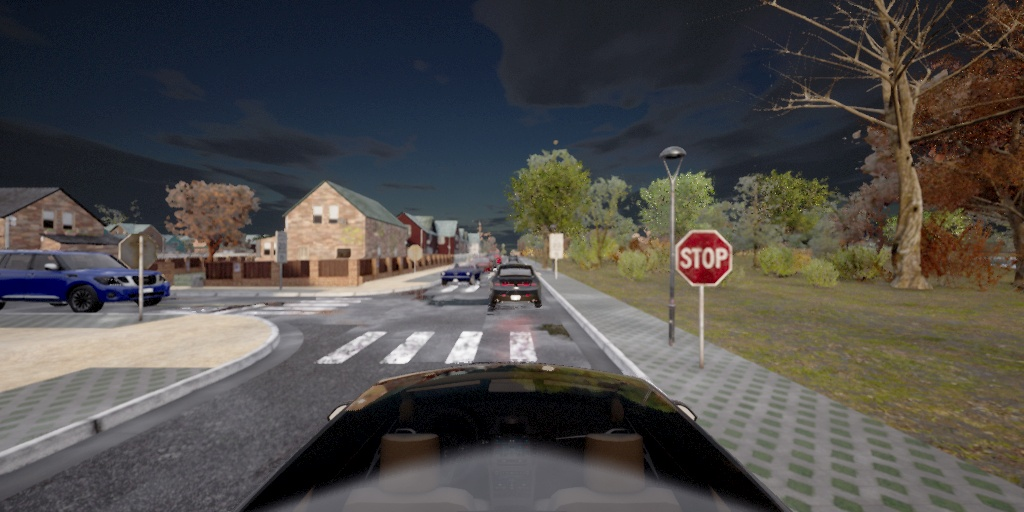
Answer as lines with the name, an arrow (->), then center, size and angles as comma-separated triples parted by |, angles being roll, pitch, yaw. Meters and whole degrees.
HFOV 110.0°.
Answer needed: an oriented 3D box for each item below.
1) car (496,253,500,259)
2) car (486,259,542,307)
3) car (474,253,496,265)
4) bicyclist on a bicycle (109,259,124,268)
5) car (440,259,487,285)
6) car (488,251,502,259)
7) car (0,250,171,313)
car -> -2.711, 0.702, 42.132 | 1.837, 1.490, 4.892 | 0, 0, 0
car -> 0.134, 1.075, 14.321 | 1.837, 1.490, 4.892 | 0, 1, 0
car -> -2.742, 0.796, 32.603 | 1.882, 1.535, 5.008 | 0, 1, 1
bicyclist on a bicycle -> -20.180, 0.963, 18.286 | 0.582, 1.620, 1.656 | 0, 0, 2
car -> -3.042, 1.053, 22.594 | 1.895, 1.301, 4.718 | 0, 1, 5
car -> -2.648, 0.285, 53.130 | 2.150, 2.045, 5.566 | 0, 1, 0
car -> -15.075, 0.813, 12.250 | 5.566, 2.045, 2.150 | 0, -1, 2
